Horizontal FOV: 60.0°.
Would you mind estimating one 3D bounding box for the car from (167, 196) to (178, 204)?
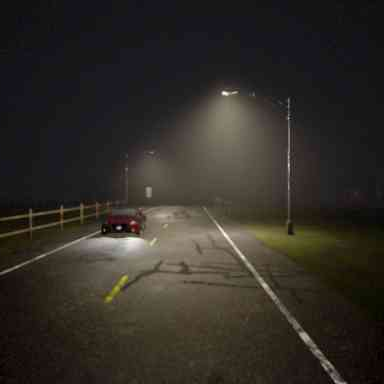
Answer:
[{"bbox_3d":[-3.495,1.403,60.091,1.895,1.301,4.718,0,0,0],"label":"car"}]

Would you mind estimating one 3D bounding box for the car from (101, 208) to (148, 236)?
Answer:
[{"bbox_3d":[-3.598,1.561,18.329,1.994,1.385,4.181,0,0,0],"label":"car"}]
